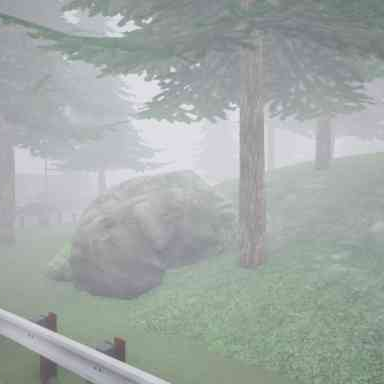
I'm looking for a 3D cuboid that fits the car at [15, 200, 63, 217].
[{"bbox_3d":[-13.278,1.490,27.867,1.837,1.490,4.892,0,0,35],"label":"car"}]
